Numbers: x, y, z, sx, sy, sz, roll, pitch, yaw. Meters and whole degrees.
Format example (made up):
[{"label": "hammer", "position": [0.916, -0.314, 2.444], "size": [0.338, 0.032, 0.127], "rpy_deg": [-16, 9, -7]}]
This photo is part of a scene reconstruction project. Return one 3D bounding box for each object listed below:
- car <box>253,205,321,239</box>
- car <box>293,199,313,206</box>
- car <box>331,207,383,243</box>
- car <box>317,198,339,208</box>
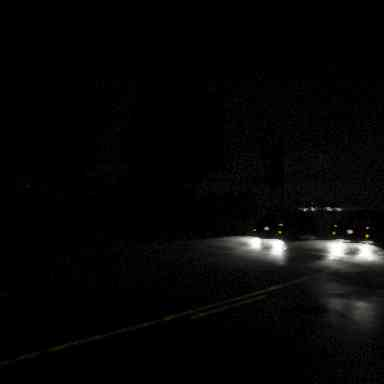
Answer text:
[{"label": "car", "position": [5.084, 1.627, 17.934], "size": [1.994, 1.385, 4.181], "rpy_deg": [0, 0, 44]}, {"label": "car", "position": [19.311, 1.961, 58.065], "size": [1.882, 1.535, 5.008], "rpy_deg": [-1, -1, -6]}, {"label": "car", "position": [8.506, 1.611, 16.497], "size": [1.994, 1.385, 4.181], "rpy_deg": [0, 0, 43]}, {"label": "car", "position": [23.011, 1.860, 56.318], "size": [1.882, 1.535, 5.008], "rpy_deg": [-1, -1, -4]}]
